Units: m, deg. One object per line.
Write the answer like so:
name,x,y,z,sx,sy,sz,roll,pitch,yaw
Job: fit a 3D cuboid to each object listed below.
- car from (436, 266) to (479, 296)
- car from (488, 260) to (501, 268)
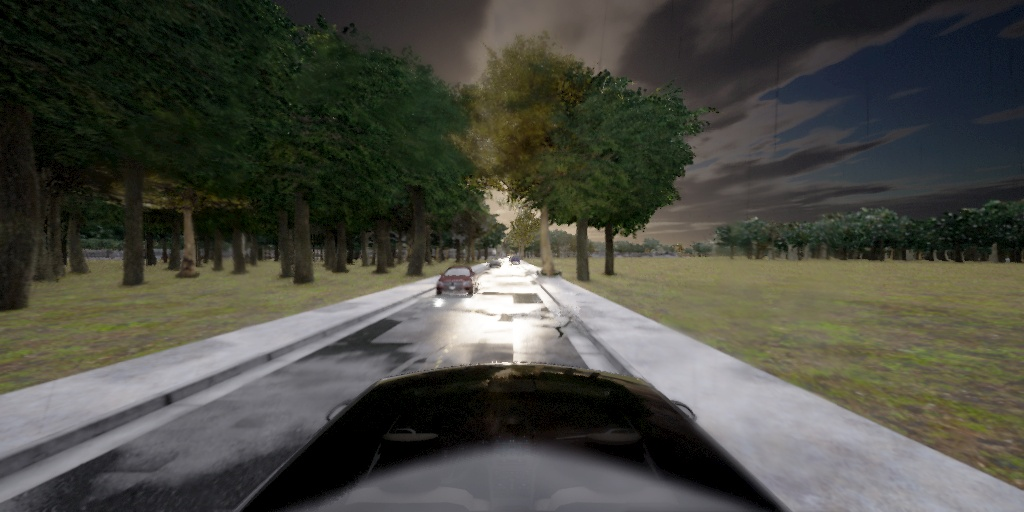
car,-2.865,1.269,19.584,1.812,1.442,4.674,0,0,0
car,-2.815,1.291,59.922,1.994,1.385,4.181,0,0,0
